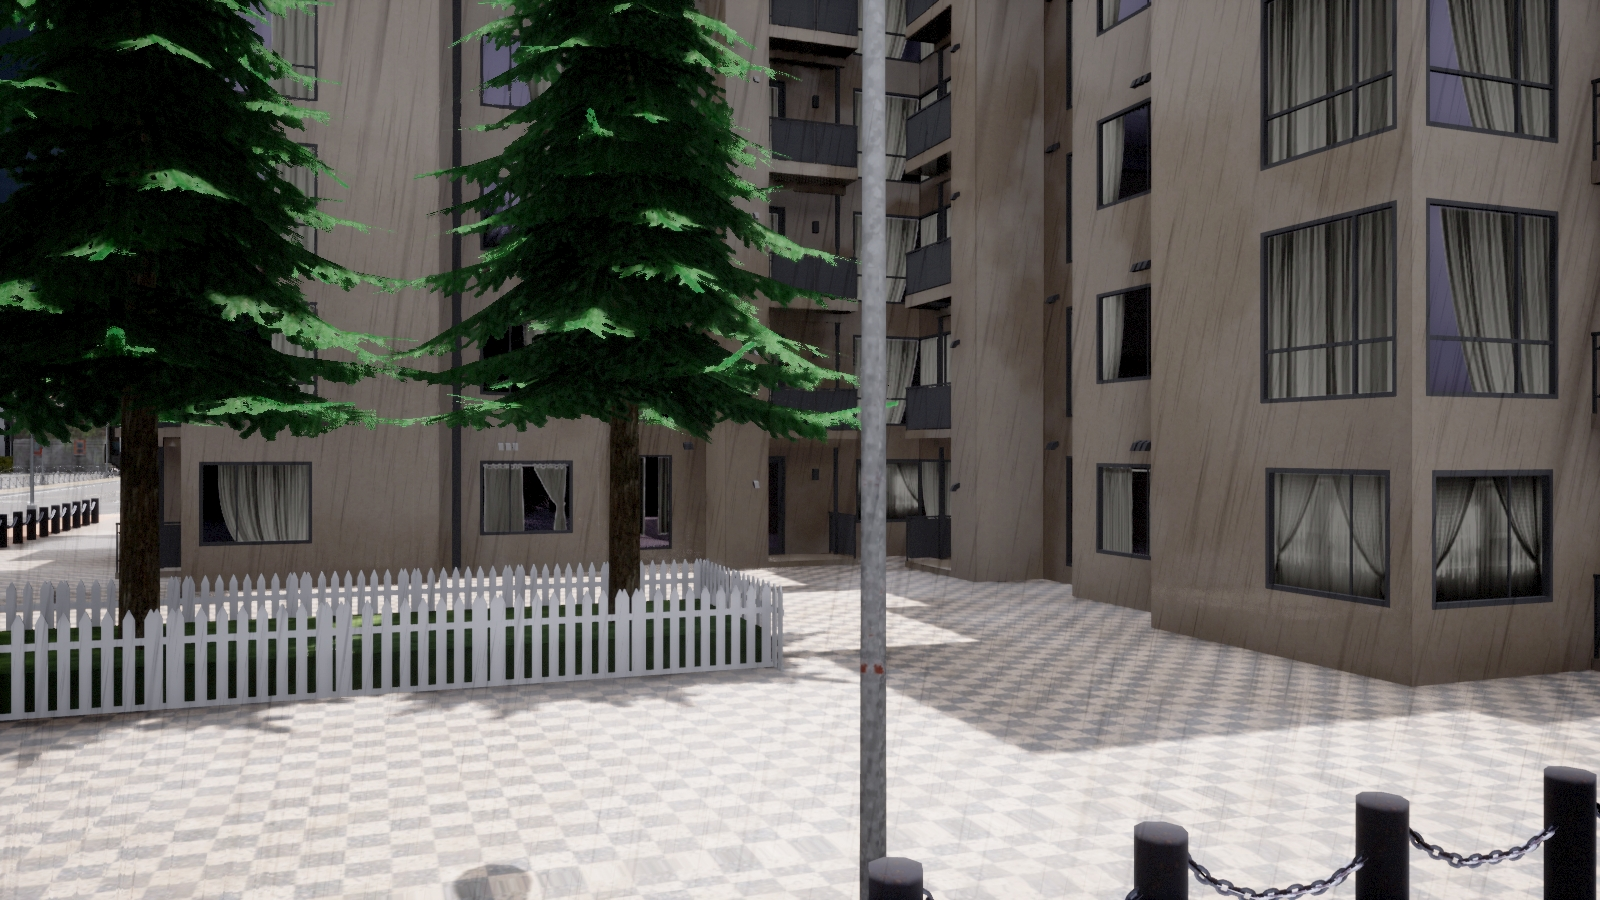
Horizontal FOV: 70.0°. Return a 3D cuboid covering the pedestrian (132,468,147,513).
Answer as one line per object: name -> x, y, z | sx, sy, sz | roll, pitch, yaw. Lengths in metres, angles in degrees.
pedestrian -> -27.459, 1.674, 47.514 | 0.375, 1.860, 0.375 | 0, 0, 25
